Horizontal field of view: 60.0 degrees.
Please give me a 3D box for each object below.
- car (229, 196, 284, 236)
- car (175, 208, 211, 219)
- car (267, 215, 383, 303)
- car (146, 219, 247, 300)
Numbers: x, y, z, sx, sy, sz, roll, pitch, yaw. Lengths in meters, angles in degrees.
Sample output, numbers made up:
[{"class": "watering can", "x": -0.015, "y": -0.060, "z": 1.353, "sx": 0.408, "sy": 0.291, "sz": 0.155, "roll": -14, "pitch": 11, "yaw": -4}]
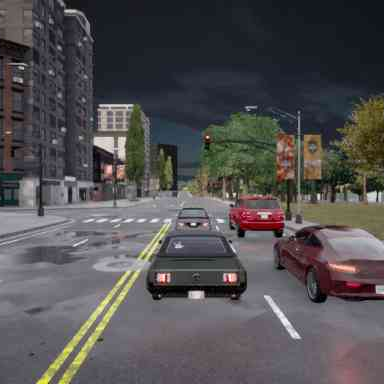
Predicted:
[{"class": "car", "x": 3.309, "y": 1.217, "z": 17.877, "sx": 2.150, "sy": 2.045, "sz": 5.566, "roll": 0, "pitch": 0, "yaw": 0}, {"class": "car", "x": 0.060, "y": 1.543, "z": 17.916, "sx": 2.033, "sy": 1.411, "sz": 5.357, "roll": 0, "pitch": 0, "yaw": 0}, {"class": "car", "x": 3.334, "y": 1.524, "z": 8.065, "sx": 1.812, "sy": 1.442, "sz": 4.674, "roll": 0, "pitch": 0, "yaw": 0}, {"class": "car", "x": 0.081, "y": 1.599, "z": 8.324, "sx": 1.895, "sy": 1.301, "sz": 4.718, "roll": 0, "pitch": 0, "yaw": 0}]
